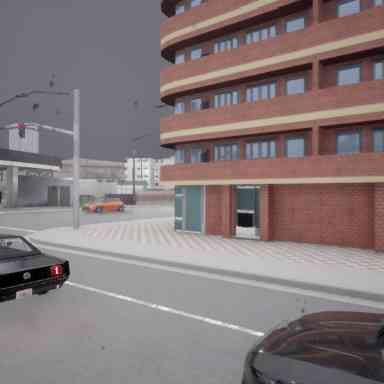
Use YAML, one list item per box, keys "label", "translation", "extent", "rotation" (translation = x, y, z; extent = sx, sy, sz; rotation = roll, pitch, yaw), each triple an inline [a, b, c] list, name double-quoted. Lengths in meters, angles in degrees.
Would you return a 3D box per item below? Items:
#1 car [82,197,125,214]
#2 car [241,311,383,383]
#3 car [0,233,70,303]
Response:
- label: "car"
  translation: [-9.306, 1.367, 34.983]
  extent: [2.097, 1.767, 4.553]
  rotation: [0, 0, 35]
- label: "car"
  translation: [2.668, 1.514, 2.092]
  extent: [4.892, 1.490, 1.837]
  rotation: [0, 0, 35]
- label: "car"
  translation: [-4.913, 1.599, 7.483]
  extent: [4.718, 1.301, 1.895]
  rotation: [0, 0, 36]
